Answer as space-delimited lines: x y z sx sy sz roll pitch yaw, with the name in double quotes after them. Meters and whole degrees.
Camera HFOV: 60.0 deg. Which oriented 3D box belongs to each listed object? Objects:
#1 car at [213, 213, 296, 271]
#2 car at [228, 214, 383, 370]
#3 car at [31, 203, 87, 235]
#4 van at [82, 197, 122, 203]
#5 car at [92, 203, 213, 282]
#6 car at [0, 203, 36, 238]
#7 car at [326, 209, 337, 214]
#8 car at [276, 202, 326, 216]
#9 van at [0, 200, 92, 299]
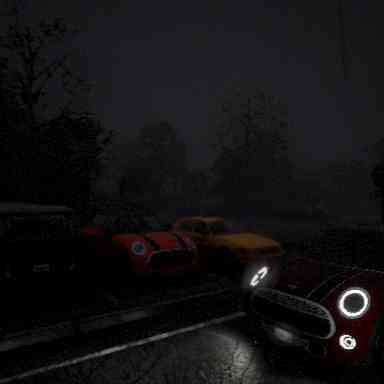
0.747 1.548 11.615 1.946 1.575 5.366 1 -1 -36 "car"
3.088 1.406 5.885 4.553 1.767 2.097 1 -1 -35 "car"
-8.384 1.518 20.612 1.946 1.575 5.366 1 -1 -36 "car"
-5.939 1.335 22.003 1.878 1.987 4.442 1 -1 -36 "van"
-1.744 1.384 10.085 2.185 1.767 4.553 1 -1 -36 "car"
-10.543 1.486 19.056 1.946 1.575 5.366 1 0 -36 "car"
13.418 2.041 36.120 2.185 1.767 4.553 2 -1 -36 "car"
10.870 2.109 34.227 2.002 1.452 4.674 2 -1 -36 "car"
-4.257 1.253 8.378 1.878 1.987 4.442 1 0 -36 "van"
